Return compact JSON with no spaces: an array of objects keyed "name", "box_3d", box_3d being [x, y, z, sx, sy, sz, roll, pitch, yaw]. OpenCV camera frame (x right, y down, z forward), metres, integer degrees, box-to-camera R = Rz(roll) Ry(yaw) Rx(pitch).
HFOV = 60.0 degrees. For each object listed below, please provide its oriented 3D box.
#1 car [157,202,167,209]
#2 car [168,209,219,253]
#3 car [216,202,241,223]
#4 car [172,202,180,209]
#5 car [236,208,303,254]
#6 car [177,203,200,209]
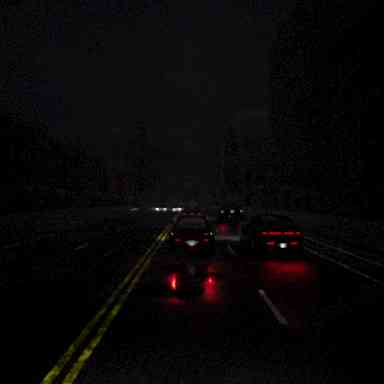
[{"name":"car","box_3d":[-6.519,2.883,71.745,1.895,1.301,4.718,0,-2,0]},{"name":"car","box_3d":[0.002,1.686,14.367,1.812,1.442,4.674,0,0,0]},{"name":"car","box_3d":[3.245,1.684,29.072,2.097,1.767,4.553,0,-1,0]},{"name":"car","box_3d":[-3.269,2.814,71.778,2.128,1.511,4.902,0,-2,0]},{"name":"car","box_3d":[3.251,1.667,14.298,1.837,1.490,4.892,0,0,0]},{"name":"car","box_3d":[-0.006,1.880,28.983,2.033,1.411,5.357,0,-1,0]}]
